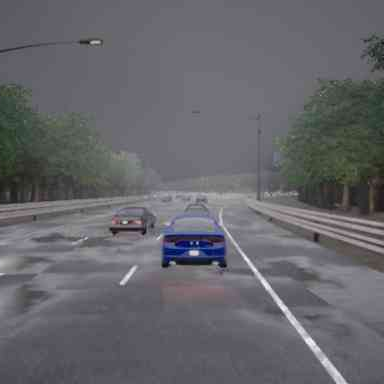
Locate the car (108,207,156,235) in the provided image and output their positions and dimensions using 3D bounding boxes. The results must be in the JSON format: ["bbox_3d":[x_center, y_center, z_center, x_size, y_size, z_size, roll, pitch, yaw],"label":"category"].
[{"bbox_3d":[-3.209,1.540,18.754,2.033,1.411,5.357,0,0,1],"label":"car"}]

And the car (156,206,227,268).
[{"bbox_3d":[0.089,1.476,11.361,1.882,1.535,5.008,0,0,1],"label":"car"}]

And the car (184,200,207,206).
[{"bbox_3d":[0.326,1.556,23.973,1.994,1.385,4.181,0,0,1],"label":"car"}]

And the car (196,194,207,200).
[{"bbox_3d":[1.758,1.236,61.153,2.097,1.767,4.553,0,0,2],"label":"car"}]

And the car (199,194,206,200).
[{"bbox_3d":[2.699,1.318,85.078,1.882,1.535,5.008,0,0,1],"label":"car"}]

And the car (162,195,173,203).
[{"bbox_3d":[-4.913,1.353,66.680,2.128,1.511,4.902,0,0,2],"label":"car"}]

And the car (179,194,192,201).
[{"bbox_3d":[-1.123,1.370,75.671,2.128,1.511,4.902,0,0,2],"label":"car"}]
